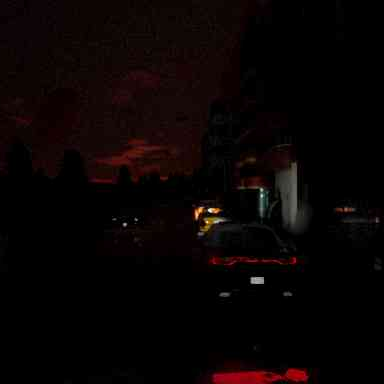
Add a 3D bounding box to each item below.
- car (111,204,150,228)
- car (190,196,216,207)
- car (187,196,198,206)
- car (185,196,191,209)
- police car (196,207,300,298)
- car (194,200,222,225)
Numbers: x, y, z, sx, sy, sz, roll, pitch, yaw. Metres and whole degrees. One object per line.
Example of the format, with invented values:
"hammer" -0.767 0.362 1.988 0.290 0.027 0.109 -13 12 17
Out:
"car" -3.986 1.547 22.440 2.033 1.411 5.357 0 0 0
"car" 1.161 1.300 24.511 2.097 1.767 4.553 -3 0 0
"car" 0.033 1.505 56.666 1.837 1.490 4.892 0 0 0
"car" 0.051 1.491 44.485 2.128 1.511 4.902 0 0 1
"police car" 1.193 1.420 8.653 1.930 1.638 5.238 0 0 0
"car" 1.211 1.456 18.731 1.801 1.575 5.366 0 0 0
